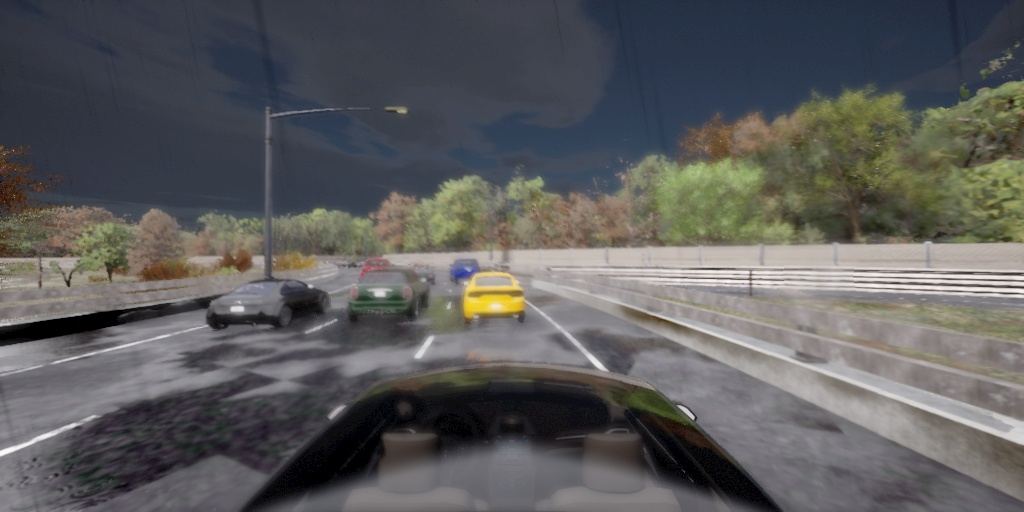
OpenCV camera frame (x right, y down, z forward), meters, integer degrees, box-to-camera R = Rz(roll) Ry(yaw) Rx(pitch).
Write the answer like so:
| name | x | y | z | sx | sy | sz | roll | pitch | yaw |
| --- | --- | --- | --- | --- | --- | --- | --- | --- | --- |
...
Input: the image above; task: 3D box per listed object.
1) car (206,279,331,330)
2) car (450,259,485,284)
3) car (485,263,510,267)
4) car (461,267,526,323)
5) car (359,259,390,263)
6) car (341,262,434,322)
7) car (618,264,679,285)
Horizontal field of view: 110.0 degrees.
| name | x | y | z | sx | sy | sz | roll | pitch | yaw |
| --- | --- | --- | --- | --- | --- | --- | --- | --- | --- |
| car | -7.630 | 1.435 | 11.717 | 1.994 | 1.385 | 4.181 | 0 | 0 | -6 |
| car | -4.075 | 1.255 | 30.865 | 2.150 | 2.045 | 5.566 | 0 | -1 | -15 |
| car | -2.155 | 1.429 | 37.761 | 2.128 | 1.511 | 4.902 | 0 | -1 | -42 |
| car | -0.699 | 1.332 | 12.770 | 1.882 | 1.535 | 5.008 | 0 | -1 | -6 |
| car | -11.040 | 1.272 | 29.849 | 2.150 | 2.045 | 5.566 | 0 | -1 | -15 |
| car | -4.282 | 1.223 | 13.175 | 2.097 | 1.767 | 4.553 | 0 | -1 | -6 |
| car | 10.034 | 1.306 | 26.438 | 4.181 | 1.385 | 1.994 | -1 | -1 | 37 |
